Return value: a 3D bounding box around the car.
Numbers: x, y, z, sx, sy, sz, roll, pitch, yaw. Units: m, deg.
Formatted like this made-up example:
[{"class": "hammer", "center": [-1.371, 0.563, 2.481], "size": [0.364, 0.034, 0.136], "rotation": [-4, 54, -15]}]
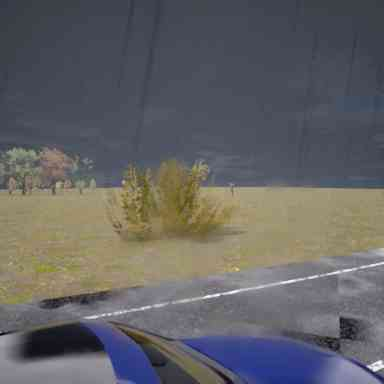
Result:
[{"class": "car", "center": [-0.577, 1.525, 1.730], "size": [4.674, 1.442, 1.812], "rotation": [0, 0, -29]}]
